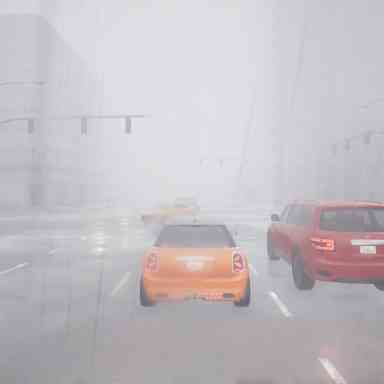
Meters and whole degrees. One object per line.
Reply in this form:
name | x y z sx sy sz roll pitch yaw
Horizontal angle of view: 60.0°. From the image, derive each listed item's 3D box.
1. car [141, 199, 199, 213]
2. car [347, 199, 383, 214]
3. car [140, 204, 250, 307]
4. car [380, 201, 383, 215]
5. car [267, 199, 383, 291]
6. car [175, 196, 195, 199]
car | -1.576 1.478 23.662 1.882 1.535 5.008 -1 -1 35
car | 19.216 1.526 35.313 4.674 1.442 1.812 0 0 1
car | 0.075 1.352 8.154 2.097 1.767 4.553 0 0 1
car | 21.200 1.547 31.805 5.357 1.411 2.033 0 0 1
car | 3.554 1.221 9.174 2.150 2.045 5.566 0 0 3
car | -1.374 1.352 35.581 4.553 1.767 2.097 0 0 1
